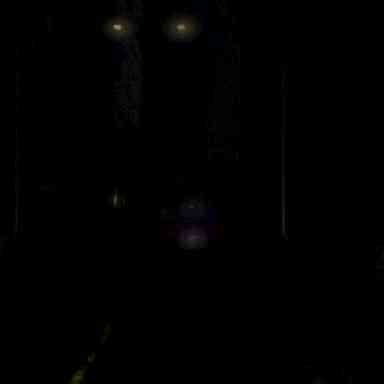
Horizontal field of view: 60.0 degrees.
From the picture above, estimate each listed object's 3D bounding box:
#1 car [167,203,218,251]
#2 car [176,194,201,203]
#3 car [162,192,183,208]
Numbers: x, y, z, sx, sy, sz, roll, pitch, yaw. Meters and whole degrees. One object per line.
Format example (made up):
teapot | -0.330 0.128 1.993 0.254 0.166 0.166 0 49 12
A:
car | 0.048 1.475 14.059 1.882 1.535 5.008 0 0 1
car | 0.032 1.331 27.834 2.097 1.767 4.553 0 0 0
car | -2.799 1.154 45.820 2.150 2.045 5.566 0 0 0
